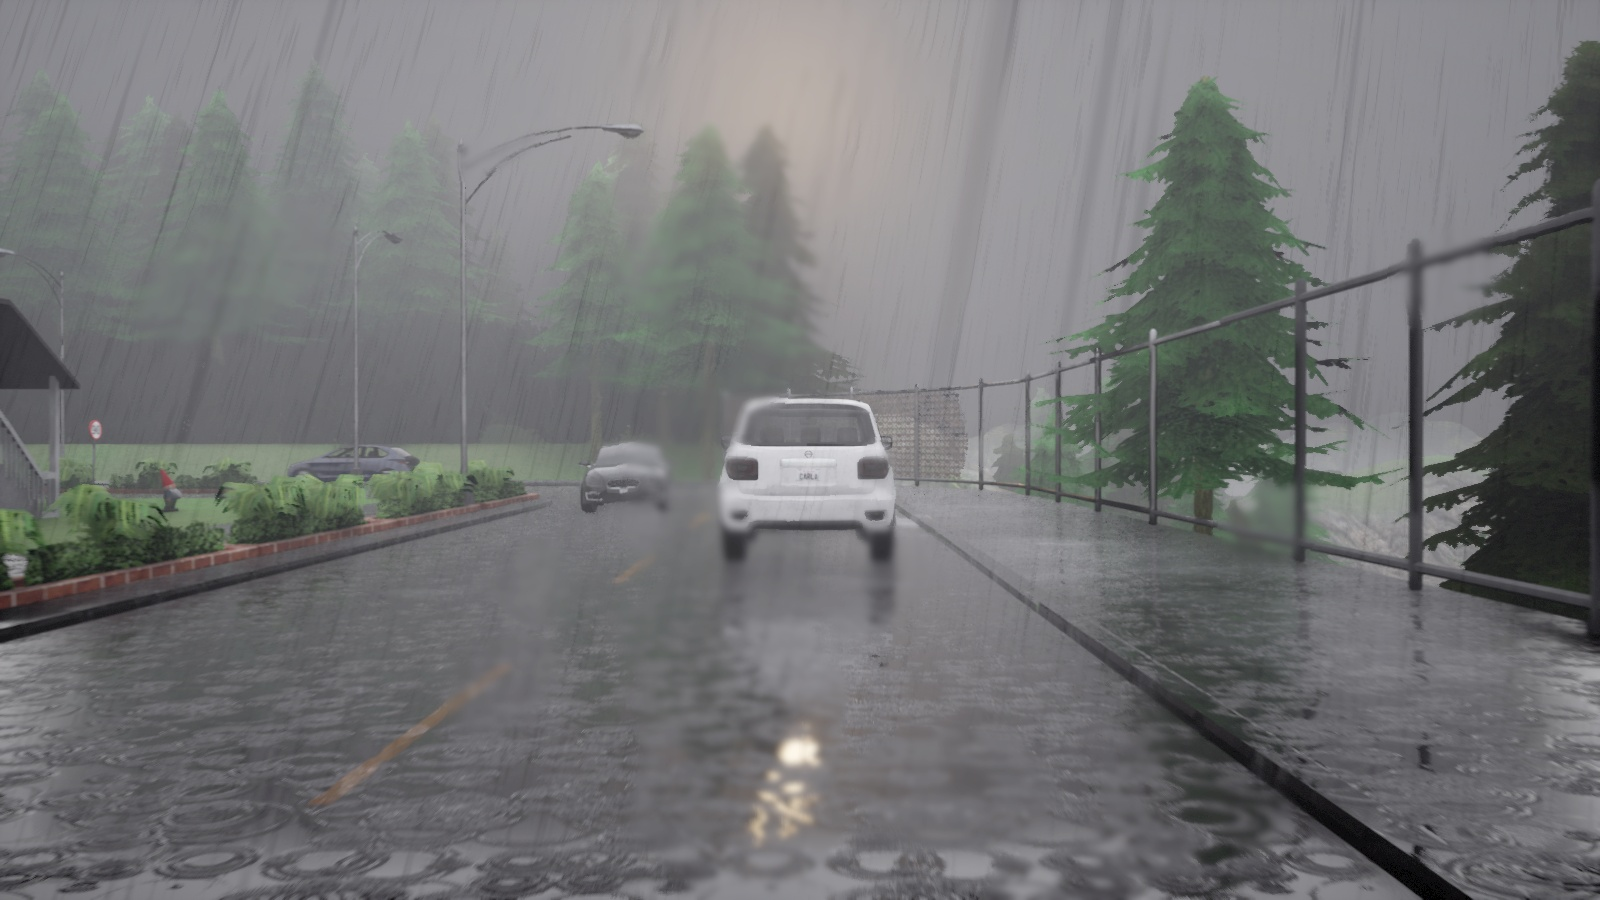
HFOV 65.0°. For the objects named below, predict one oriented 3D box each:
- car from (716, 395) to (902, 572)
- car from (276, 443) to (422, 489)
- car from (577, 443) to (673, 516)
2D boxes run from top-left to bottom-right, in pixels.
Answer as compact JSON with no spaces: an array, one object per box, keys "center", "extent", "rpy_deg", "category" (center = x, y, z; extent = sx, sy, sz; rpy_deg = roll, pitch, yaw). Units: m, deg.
[{"center":[0.114,0.368,17.313],"extent":[2.150,2.045,5.566],"rpy_deg":[0,0,0],"category":"car"},{"center":[-14.944,0.513,41.750],"extent":[4.193,1.474,1.816],"rpy_deg":[0,0,1],"category":"car"},{"center":[-3.833,0.589,28.248],"extent":[1.837,1.490,4.892],"rpy_deg":[0,0,-4],"category":"car"}]
